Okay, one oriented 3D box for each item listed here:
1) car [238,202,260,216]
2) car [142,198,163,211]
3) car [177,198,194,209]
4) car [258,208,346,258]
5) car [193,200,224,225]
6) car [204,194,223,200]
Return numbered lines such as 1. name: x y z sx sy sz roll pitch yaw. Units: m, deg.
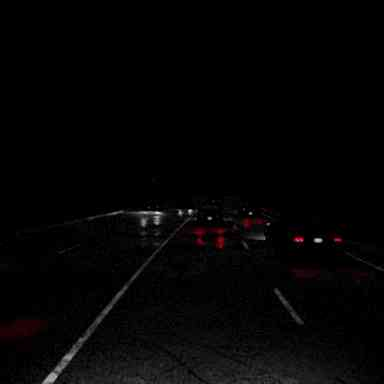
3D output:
1. car: 5.436 1.611 32.047 1.895 1.301 4.718 0 0 4
2. car: -4.683 1.495 39.875 1.837 1.490 4.892 0 0 5
3. car: -0.789 1.545 44.800 2.033 1.411 5.357 0 0 5
4. car: 4.072 1.555 12.836 2.033 1.411 5.357 0 0 3
5. car: 1.323 1.528 23.987 1.812 1.442 4.674 0 0 4
6. car: 2.701 1.225 42.103 2.150 2.045 5.566 0 0 4
